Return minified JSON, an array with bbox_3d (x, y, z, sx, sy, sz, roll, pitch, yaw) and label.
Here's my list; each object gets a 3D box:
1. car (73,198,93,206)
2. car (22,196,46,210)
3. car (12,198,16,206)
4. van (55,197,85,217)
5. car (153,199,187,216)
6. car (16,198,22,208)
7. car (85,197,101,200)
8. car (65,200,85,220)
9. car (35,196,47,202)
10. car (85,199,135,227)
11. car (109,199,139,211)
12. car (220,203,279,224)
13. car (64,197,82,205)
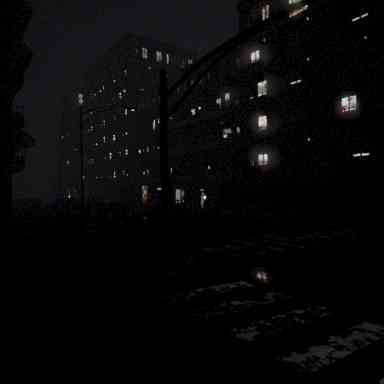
[{"bbox_3d":[-18.365,1.643,55.805,1.947,1.339,4.313,-1,1,-36],"label":"car"},{"bbox_3d":[-21.965,1.628,46.429,1.967,1.590,4.097,-1,1,-36],"label":"car"},{"bbox_3d":[-31.620,1.782,59.935,1.887,1.381,4.507,-1,1,-36],"label":"car"},{"bbox_3d":[-12.309,1.483,32.922,1.690,1.788,3.998,-1,1,-36],"label":"van"},{"bbox_3d":[-2.272,1.441,33.295,1.967,1.590,4.097,-1,1,-36],"label":"car"},{"bbox_3d":[-25.182,1.770,50.931,1.947,1.339,4.313,-1,1,-36],"label":"car"},{"bbox_3d":[-15.148,1.502,51.302,1.967,1.590,4.097,-1,1,-36],"label":"car"},{"bbox_3d":[-8.988,1.652,28.284,1.752,1.417,4.829,-1,1,-36],"label":"car"},{"bbox_3d":[-37.680,1.728,82.816,1.887,1.381,4.507,-1,1,-36],"label":"car"},{"bbox_3d":[-5.869,1.553,23.921,1.967,1.590,4.097,-1,1,-36],"label":"car"},{"bbox_3d":[-8.708,1.581,42.299,2.008,1.369,4.403,-1,1,-36],"label":"car"},{"bbox_3d":[4.068,1.498,24.431,1.752,1.417,4.829,-1,1,-36],"label":"car"},{"bbox_3d":[-21.585,1.645,60.307,2.008,1.369,4.403,-1,1,-36],"label":"car"}]
